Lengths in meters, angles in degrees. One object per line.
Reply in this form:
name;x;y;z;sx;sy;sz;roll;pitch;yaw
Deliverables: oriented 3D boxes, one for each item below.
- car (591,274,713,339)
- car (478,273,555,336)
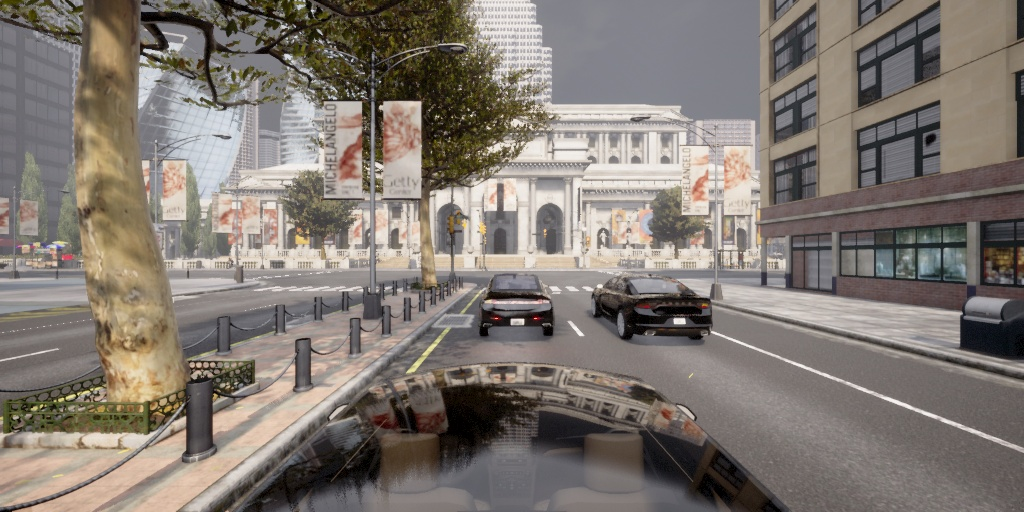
car;3.565;1.228;10.065;1.882;1.535;5.008;0;0;0
car;0.080;1.242;10.332;2.128;1.511;4.902;0;0;-1
